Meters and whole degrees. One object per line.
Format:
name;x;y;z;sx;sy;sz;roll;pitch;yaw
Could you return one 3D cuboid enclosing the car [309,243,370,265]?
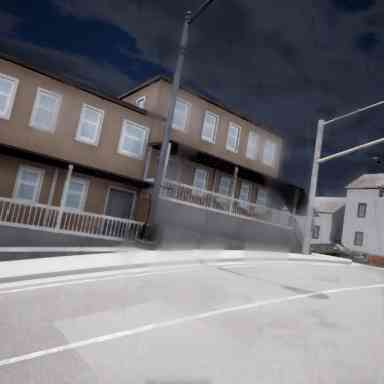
car;12.173;5.466;28.576;2.150;2.045;5.566;15;-17;-34
